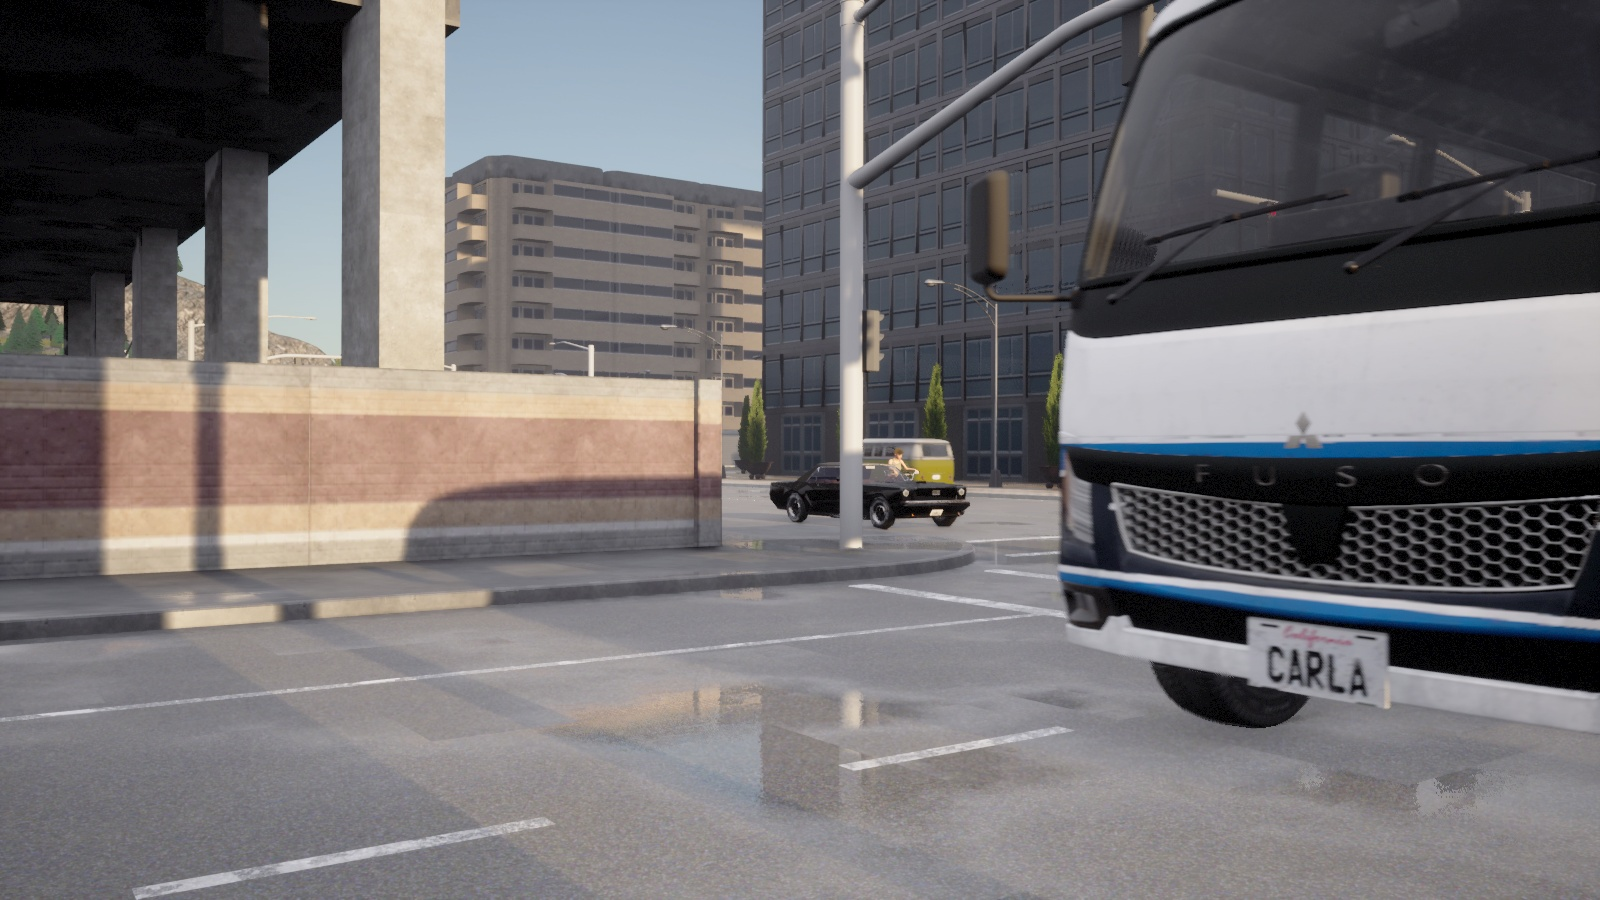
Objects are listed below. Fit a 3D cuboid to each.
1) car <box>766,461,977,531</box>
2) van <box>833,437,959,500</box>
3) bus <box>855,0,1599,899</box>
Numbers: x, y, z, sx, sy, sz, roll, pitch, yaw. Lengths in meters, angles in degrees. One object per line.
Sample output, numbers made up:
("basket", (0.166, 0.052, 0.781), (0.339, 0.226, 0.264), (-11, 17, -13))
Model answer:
("car", (1.379, 0.907, 26.381), (1.895, 1.301, 4.718), (0, 0, -35))
("van", (3.151, 0.594, 42.044), (1.775, 1.987, 4.442), (0, 0, -35))
("bus", (5.591, -0.625, 7.619), (10.273, 4.253, 3.944), (0, 0, -36))
